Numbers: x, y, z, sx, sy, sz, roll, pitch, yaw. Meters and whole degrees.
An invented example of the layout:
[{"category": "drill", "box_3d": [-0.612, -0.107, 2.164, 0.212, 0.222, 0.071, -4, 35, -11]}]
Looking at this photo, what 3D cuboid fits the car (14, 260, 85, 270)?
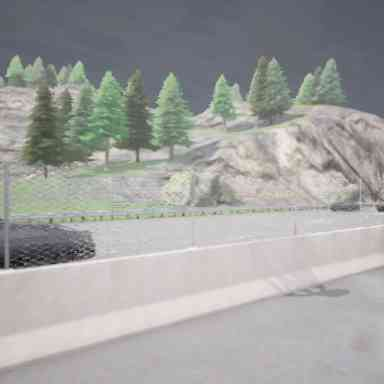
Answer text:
[{"category": "car", "box_3d": [-4.981, 1.525, 9.022, 4.674, 1.442, 1.812, 0, 0, -36]}]
